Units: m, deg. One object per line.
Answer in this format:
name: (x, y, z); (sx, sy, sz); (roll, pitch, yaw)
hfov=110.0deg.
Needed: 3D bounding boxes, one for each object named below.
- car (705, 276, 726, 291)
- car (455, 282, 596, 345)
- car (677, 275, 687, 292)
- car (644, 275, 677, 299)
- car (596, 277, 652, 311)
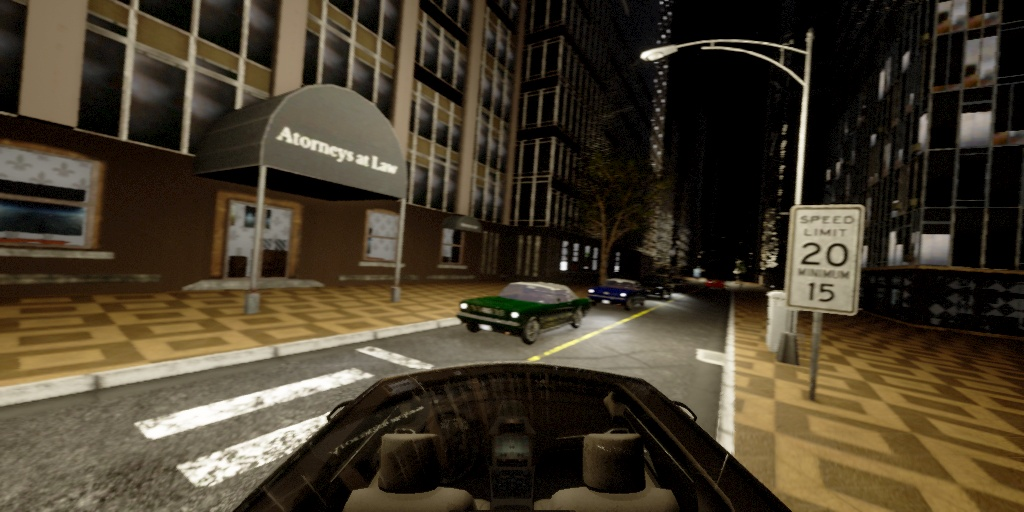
car: (25.364, 3.276, 44.658); (2.097, 1.767, 4.553); (4, 0, 32)
car: (0.559, 1.422, 10.079); (1.895, 1.301, 4.718); (4, 0, 32)
car: (15.528, 2.585, 34.264); (2.128, 1.511, 4.902); (4, 0, 32)
car: (10.244, 2.115, 25.752); (1.882, 1.535, 5.008); (4, 0, 32)
car: (5.370, 1.825, 17.877); (1.895, 1.301, 4.718); (4, 0, 32)
